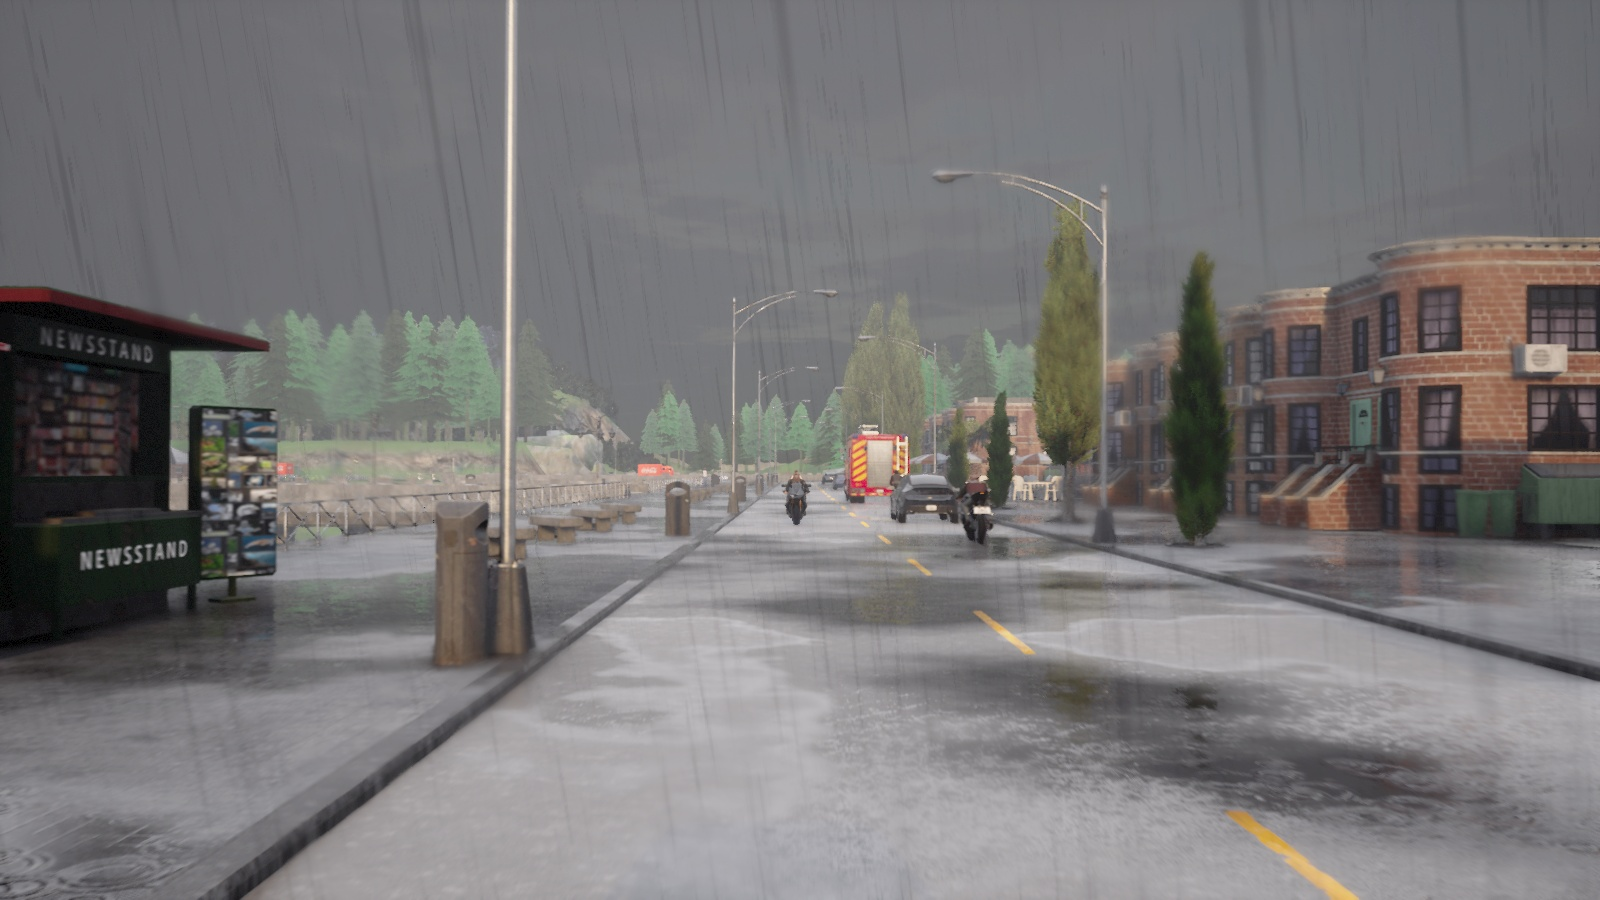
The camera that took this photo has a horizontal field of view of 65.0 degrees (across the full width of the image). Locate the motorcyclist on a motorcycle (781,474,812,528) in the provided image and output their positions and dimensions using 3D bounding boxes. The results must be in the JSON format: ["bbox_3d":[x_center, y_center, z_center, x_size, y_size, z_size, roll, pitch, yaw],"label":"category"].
[{"bbox_3d":[-0.094,1.463,36.640,0.866,1.530,2.191,0,-1,0],"label":"motorcyclist on a motorcycle"}]

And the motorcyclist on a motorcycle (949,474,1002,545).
[{"bbox_3d":[3.926,1.306,28.223,0.866,1.530,2.191,0,-1,0],"label":"motorcyclist on a motorcycle"}]

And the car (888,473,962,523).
[{"bbox_3d":[3.897,1.470,39.773,1.837,1.490,4.892,0,-1,0],"label":"car"}]

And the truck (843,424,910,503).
[{"bbox_3d":[3.828,0.720,64.821,2.891,3.827,8.468,0,-1,0],"label":"truck"}]
